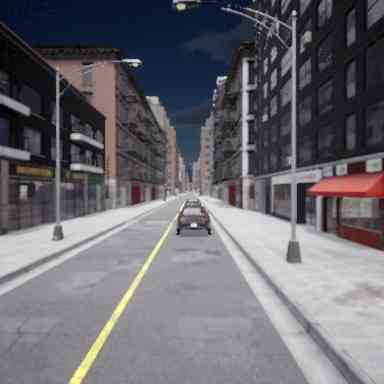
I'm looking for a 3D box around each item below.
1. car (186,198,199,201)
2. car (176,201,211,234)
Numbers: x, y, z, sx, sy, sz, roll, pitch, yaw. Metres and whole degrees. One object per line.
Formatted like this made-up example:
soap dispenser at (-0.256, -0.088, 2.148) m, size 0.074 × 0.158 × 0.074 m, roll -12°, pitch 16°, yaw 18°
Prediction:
car at (0.095, 1.408, 37.453) m, size 2.128 × 1.511 × 4.902 m, roll 0°, pitch 0°, yaw 0°
car at (0.097, 1.484, 18.830) m, size 1.812 × 1.442 × 4.674 m, roll 0°, pitch 0°, yaw 0°
